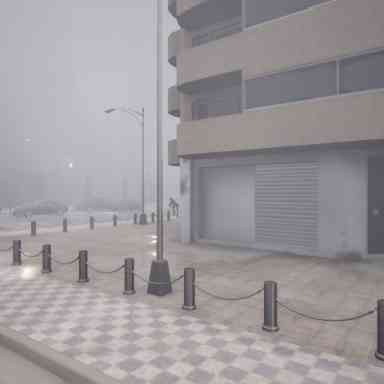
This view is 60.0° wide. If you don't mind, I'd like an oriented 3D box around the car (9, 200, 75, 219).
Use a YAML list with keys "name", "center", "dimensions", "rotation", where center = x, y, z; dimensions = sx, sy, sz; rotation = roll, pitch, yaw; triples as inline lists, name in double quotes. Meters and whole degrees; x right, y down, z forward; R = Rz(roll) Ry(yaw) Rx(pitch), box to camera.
- name: "car"
  center: [-13.239, 1.436, 29.078]
  dimensions: [2.128, 1.511, 4.902]
  rotation: [0, 0, 36]

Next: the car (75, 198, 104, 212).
- name: "car"
  center: [-11.095, 1.446, 38.000]
  dimensions: [1.837, 1.490, 4.892]
  rotation: [0, 1, 36]

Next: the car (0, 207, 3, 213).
- name: "car"
  center: [-18.617, 1.545, 27.644]
  dimensions: [1.895, 1.301, 4.718]
  rotation: [0, 0, 36]

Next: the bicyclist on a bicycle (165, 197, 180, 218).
- name: "bicyclist on a bicycle"
  center: [-1.539, 1.246, 26.504]
  dimensions: [1.656, 1.620, 0.582]
  rotation: [0, 0, 36]

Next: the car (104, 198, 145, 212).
- name: "car"
  center: [-7.286, 1.508, 37.288]
  dimensions: [1.994, 1.385, 4.181]
  rotation: [0, 0, 36]
